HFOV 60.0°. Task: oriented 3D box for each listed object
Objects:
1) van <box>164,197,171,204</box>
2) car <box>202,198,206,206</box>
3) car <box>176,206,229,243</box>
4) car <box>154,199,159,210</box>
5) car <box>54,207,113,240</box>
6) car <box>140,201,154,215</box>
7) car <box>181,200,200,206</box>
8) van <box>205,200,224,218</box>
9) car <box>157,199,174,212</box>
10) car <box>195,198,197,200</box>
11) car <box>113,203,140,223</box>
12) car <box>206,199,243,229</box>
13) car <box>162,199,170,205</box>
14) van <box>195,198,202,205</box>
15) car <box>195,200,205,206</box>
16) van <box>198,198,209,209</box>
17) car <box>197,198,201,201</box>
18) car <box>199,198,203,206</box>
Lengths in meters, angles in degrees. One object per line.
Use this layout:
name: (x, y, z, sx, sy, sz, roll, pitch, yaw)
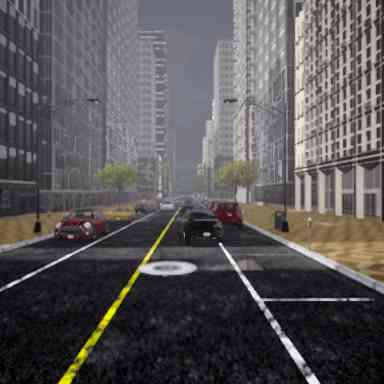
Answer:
van: (-6.751, 2.412, 91.968, 1.690, 1.788, 3.998, -1, -1, -1)
car: (2.352, 1.662, 29.553, 2.192, 1.841, 5.009, -1, -1, -1)
car: (0.346, 1.709, 17.399, 1.837, 1.490, 4.892, 0, -1, -8)
car: (-6.289, 2.165, 52.184, 2.008, 1.369, 4.403, -1, -1, -1)
car: (-5.895, 1.658, 18.088, 1.967, 1.590, 4.097, -1, -1, -1)
car: (-6.157, 2.049, 40.818, 1.947, 1.339, 4.313, -1, -1, -1)
car: (-0.353, 2.033, 39.876, 1.994, 1.385, 4.181, 0, -1, 0)
van: (2.287, 1.754, 35.235, 1.690, 1.788, 3.998, -1, -1, -1)
car: (-3.625, 2.103, 49.103, 1.812, 1.442, 4.674, 0, -1, 0)
car: (-0.556, 2.181, 57.694, 1.837, 1.490, 4.892, 0, 0, -1)
car: (-6.023, 1.874, 29.283, 1.752, 1.417, 4.829, -1, -1, -1)
car: (2.418, 1.595, 23.870, 2.192, 1.841, 5.009, -1, -1, -1)
car: (-6.684, 2.589, 86.282, 1.802, 1.307, 4.206, -1, -1, -1)
van: (1.694, 2.344, 86.382, 1.690, 1.788, 3.998, -1, -1, -1)
car: (1.828, 2.424, 75.013, 2.008, 1.369, 4.403, -1, -1, -1)
van: (2.023, 2.018, 57.966, 1.690, 1.788, 3.998, -1, -1, -1)
car: (2.090, 2.051, 52.283, 1.967, 1.590, 4.097, -1, -1, -1)
car: (2.222, 1.919, 40.917, 1.967, 1.590, 4.097, -1, -1, -1)
